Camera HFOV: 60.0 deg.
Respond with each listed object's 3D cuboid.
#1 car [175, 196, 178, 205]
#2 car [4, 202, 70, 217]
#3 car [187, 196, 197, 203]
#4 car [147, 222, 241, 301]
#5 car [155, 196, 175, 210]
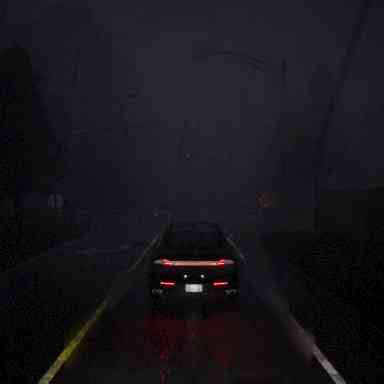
[{"bbox_3d":[-3.567,1.506,59.191,1.837,1.490,4.892,0,0,0],"label":"car"},{"bbox_3d":[-13.344,1.563,28.740,5.357,1.411,2.033,0,0,11],"label":"car"},{"bbox_3d":[0.010,1.491,69.553,2.128,1.511,4.902,0,0,0],"label":"car"},{"bbox_3d":[0.055,1.492,8.322,2.128,1.511,4.902,0,0,0],"label":"car"},{"bbox_3d":[-3.593,1.478,42.419,1.882,1.535,5.008,0,0,0],"label":"car"}]
